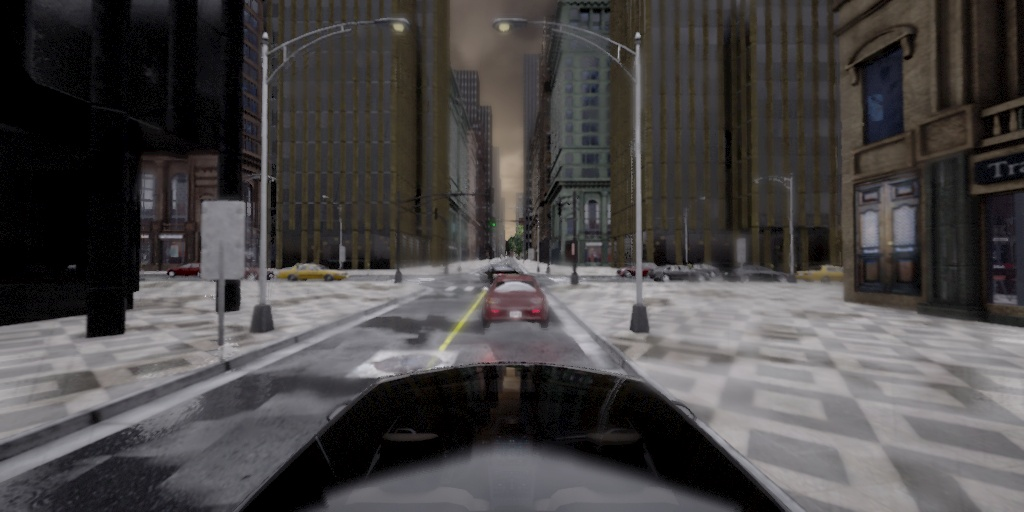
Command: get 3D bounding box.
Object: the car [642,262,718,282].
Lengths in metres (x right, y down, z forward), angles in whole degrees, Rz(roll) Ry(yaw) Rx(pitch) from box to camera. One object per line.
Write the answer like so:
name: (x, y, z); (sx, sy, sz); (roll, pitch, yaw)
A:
car: (12.324, 1.314, 26.606); (4.403, 1.370, 2.007); (0, 0, 0)

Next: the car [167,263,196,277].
car: (-30.964, 1.333, 34.978); (4.507, 1.381, 1.888); (0, 0, 0)

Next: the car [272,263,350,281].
car: (-14.595, 1.208, 26.512); (4.829, 1.417, 1.751); (0, 0, 0)

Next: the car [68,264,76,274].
car: (-30.665, 1.217, 26.456); (4.313, 1.339, 1.948); (0, 0, 0)

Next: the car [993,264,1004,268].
car: (46.336, 1.520, 35.247); (4.097, 1.591, 1.967); (0, 0, 0)

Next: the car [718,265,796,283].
car: (17.994, 1.350, 26.625); (4.313, 1.339, 1.948); (0, 0, 0)

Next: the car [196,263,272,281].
car: (-20.065, 1.216, 26.493); (4.507, 1.381, 1.888); (0, 0, 0)

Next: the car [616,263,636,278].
car: (12.324, 1.340, 35.130); (4.097, 1.591, 1.967); (0, 0, 0)

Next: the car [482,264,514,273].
car: (-0.802, 1.266, 22.831); (2.128, 1.511, 4.902); (0, 0, -11)

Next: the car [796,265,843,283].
car: (23.831, 1.334, 26.646); (4.829, 1.417, 1.751); (0, 0, 0)

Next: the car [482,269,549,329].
car: (0.097, 1.287, 11.207); (1.812, 1.442, 4.674); (0, 0, 0)
